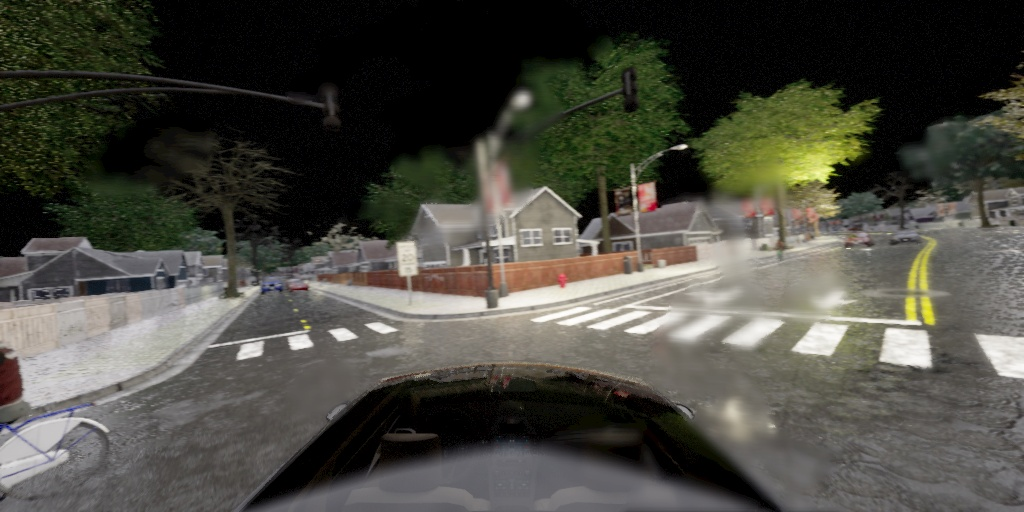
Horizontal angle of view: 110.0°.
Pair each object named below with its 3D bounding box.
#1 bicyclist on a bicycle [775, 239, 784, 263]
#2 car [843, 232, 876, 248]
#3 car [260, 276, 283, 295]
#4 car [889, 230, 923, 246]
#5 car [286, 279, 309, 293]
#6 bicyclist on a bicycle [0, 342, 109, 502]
[{"bbox_3d":[18.668,-0.344,24.987,1.656,1.620,0.582,-5,1,-43],"label":"bicyclist on a bicycle"},{"bbox_3d":[35.570,-1.656,36.739,4.674,1.442,1.812,-5,0,-40],"label":"car"},{"bbox_3d":[-30.458,3.669,45.453,2.150,2.045,5.566,-5,0,-33],"label":"car"},{"bbox_3d":[37.671,-1.779,34.263,4.181,1.385,1.994,-5,0,-40],"label":"car"},{"bbox_3d":[-26.095,3.648,43.860,1.994,1.385,4.181,-5,0,-33],"label":"car"},{"bbox_3d":[-4.911,1.498,3.100,1.843,1.776,0.659,-4,0,-43],"label":"bicyclist on a bicycle"}]
